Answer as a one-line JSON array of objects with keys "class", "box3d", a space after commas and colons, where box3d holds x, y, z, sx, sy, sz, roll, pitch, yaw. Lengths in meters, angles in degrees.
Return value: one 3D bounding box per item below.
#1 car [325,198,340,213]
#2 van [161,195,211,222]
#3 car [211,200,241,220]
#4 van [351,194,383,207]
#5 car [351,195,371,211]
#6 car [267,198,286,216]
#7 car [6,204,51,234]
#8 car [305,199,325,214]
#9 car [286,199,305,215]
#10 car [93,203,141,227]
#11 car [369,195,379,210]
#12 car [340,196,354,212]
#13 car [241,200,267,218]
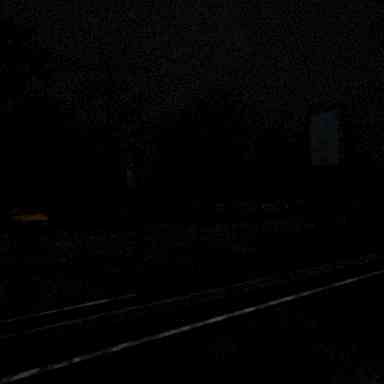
[{"class": "car", "box3d": [12.804, 1.458, 35.834, 2.231, 1.521, 4.892, 0, 0, -36]}, {"class": "van", "box3d": [-0.818, 1.245, 26.250, 1.878, 1.987, 4.442, 0, 0, -36]}, {"class": "car", "box3d": [1.510, 1.508, 27.766, 2.002, 1.452, 4.674, 0, 0, -36]}, {"class": "van", "box3d": [21.899, 1.226, 42.197, 1.878, 1.987, 4.442, 0, 0, -36]}, {"class": "car", "box3d": [17.423, 1.451, 38.913, 1.946, 1.575, 5.366, 0, 0, -36]}, {"class": "car", "box3d": [6.027, 1.503, 30.996, 2.002, 1.452, 4.674, 0, 0, -36]}, {"class": "car", "box3d": [-9.675, 1.480, 19.550, 1.946, 1.575, 5.366, 0, 0, -36]}, {"class": "car", "box3d": [10.539, 1.458, 34.230, 2.097, 1.535, 5.008, 0, 0, -36]}, {"class": "car", "box3d": [8.265, 1.335, 32.637, 2.185, 1.767, 4.553, 0, 0, -36]}, {"class": "car", "box3d": [-5.249, 1.507, 22.905, 2.163, 1.488, 4.792, 0, 0, -36]}, {"class": "car", "box3d": [19.557, 1.483, 40.703, 2.163, 1.488, 4.792, 0, 0, -36]}, {"class": "car", "box3d": [15.041, 1.485, 37.475, 2.163, 1.488, 4.792, 0, 0, -36]}, {"class": "car", "box3d": [3.770, 1.465, 29.380, 2.097, 1.535, 5.008, 0, 0, -36]}]
